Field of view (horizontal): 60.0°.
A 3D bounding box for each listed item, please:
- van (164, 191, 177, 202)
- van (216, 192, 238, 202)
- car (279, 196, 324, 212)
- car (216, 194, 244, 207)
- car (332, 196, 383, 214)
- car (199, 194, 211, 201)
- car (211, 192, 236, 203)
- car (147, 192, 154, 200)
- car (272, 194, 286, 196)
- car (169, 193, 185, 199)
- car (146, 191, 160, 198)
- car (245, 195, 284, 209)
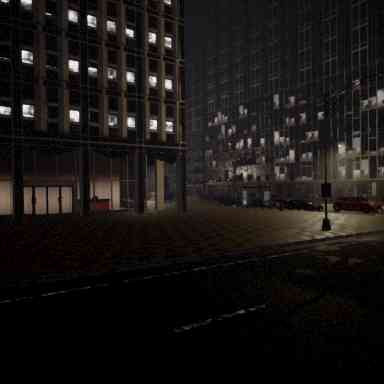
[{"bbox_3d":[-3.835,0.936,59.719,1.690,1.788,3.998,0,1,-34],"label":"van"},{"bbox_3d":[6.290,0.853,59.772,1.690,1.788,3.998,-1,1,-34],"label":"van"},{"bbox_3d":[12.136,1.422,36.216,1.947,1.339,4.313,-1,1,-34],"label":"car"},{"bbox_3d":[5.767,1.318,45.633,1.947,1.339,4.313,-1,1,-34],"label":"car"},{"bbox_3d":[16.894,1.205,34.068,2.097,1.767,4.553,-1,1,-35],"label":"car"},{"bbox_3d":[3.075,1.041,64.461,1.802,1.307,4.206,-1,1,-34],"label":"car"},{"bbox_3d":[5.449,1.174,50.772,1.837,1.490,4.892,-1,1,-34],"label":"car"},{"bbox_3d":[-10.267,1.038,69.094,2.008,1.369,4.403,0,1,-34],"label":"car"},{"bbox_3d":[11.302,1.115,42.221,2.097,1.767,4.553,-1,1,-34],"label":"car"},{"bbox_3d":[-3.356,0.934,73.835,1.802,1.307,4.206,0,1,-34],"label":"car"},{"bbox_3d":[-9.788,0.684,83.205,1.967,1.590,4.097,0,1,-34],"label":"car"},{"bbox_3d":[8.934,1.386,40.915,1.802,1.307,4.206,-1,1,-34],"label":"car"}]
